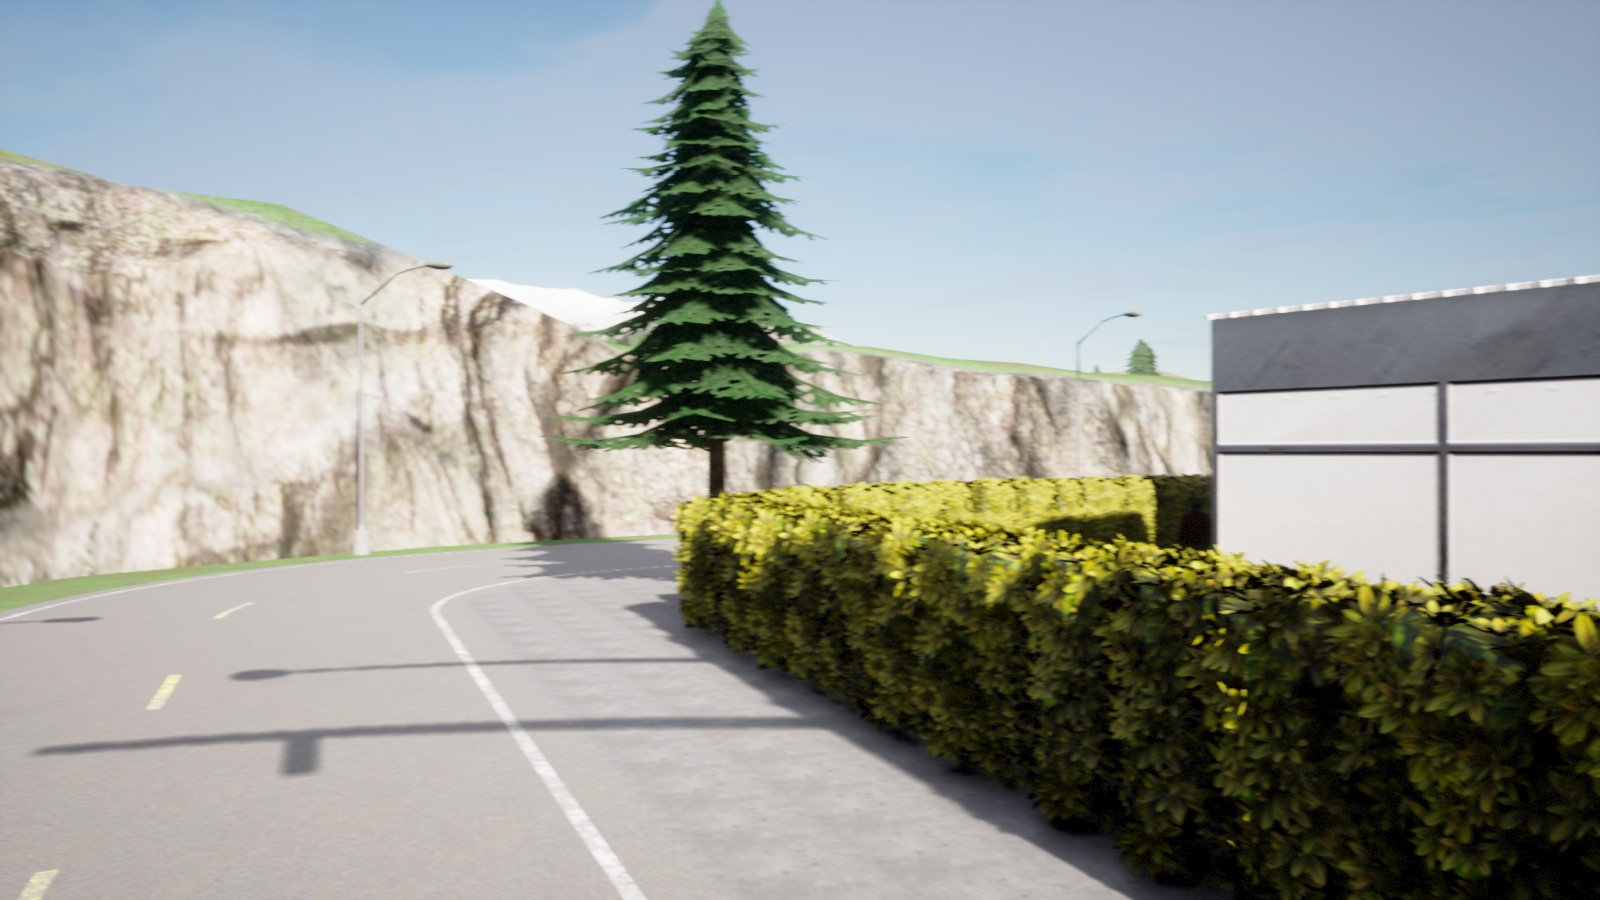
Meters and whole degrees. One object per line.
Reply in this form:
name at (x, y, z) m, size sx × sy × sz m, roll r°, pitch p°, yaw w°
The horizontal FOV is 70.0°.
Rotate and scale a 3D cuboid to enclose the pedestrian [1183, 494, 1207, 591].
pedestrian at (7.775, 1.809, 22.484) m, size 0.375 × 1.860 × 0.375 m, roll 0°, pitch 0°, yaw 30°
